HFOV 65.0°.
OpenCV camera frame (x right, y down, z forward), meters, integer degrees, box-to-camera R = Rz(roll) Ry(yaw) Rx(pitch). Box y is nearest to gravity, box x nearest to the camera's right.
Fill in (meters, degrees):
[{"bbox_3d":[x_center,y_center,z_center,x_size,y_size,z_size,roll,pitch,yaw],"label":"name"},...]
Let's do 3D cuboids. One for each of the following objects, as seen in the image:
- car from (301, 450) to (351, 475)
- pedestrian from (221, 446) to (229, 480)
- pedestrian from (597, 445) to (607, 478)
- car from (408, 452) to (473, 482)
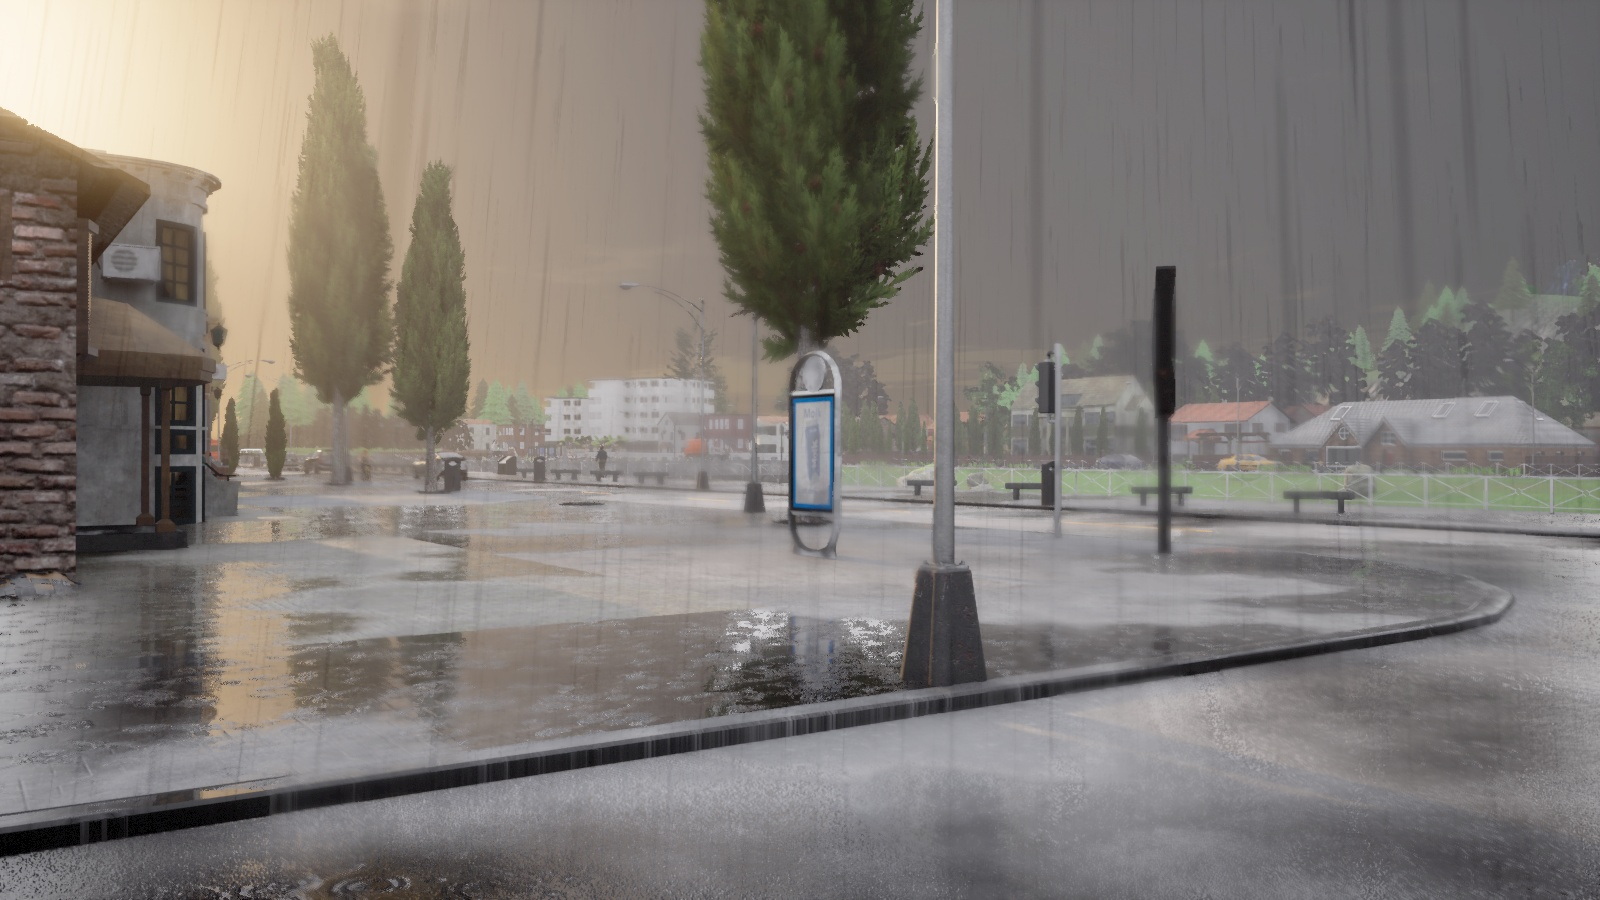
[{"bbox_3d":[-32.783,0.871,86.769,2.242,1.667,4.611,0,0,-34],"label":"car"},{"bbox_3d":[-31.206,0.688,68.171,0.331,1.846,0.634,0,0,-20],"label":"pedestrian"},{"bbox_3d":[-11.036,0.649,69.999,0.370,1.835,0.726,0,0,-24],"label":"pedestrian"},{"bbox_3d":[-19.227,0.896,67.049,2.007,1.525,4.514,0,0,-34],"label":"car"}]
